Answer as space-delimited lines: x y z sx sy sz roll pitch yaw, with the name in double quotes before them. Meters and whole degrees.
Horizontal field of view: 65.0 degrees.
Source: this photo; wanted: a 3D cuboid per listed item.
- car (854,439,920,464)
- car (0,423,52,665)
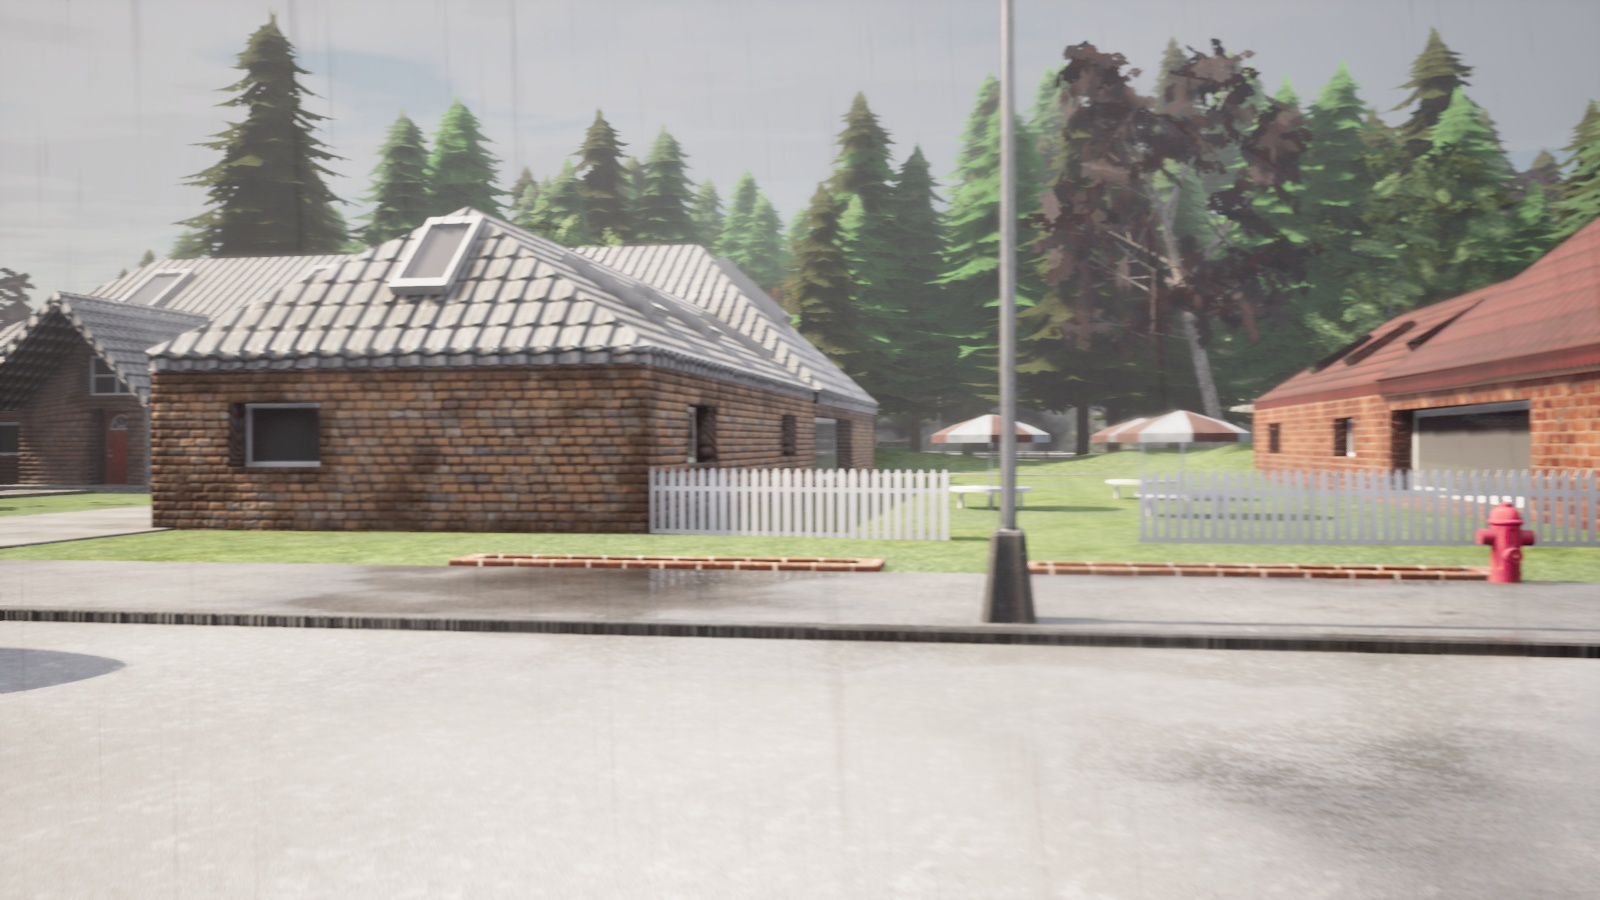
"car" 6.216 0.085 89.745 4.553 1.767 2.097 0 0 10
"car" -7.953 0.637 8.766 4.856 1.649 2.033 0 0 19
